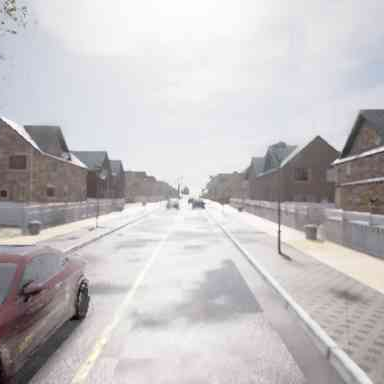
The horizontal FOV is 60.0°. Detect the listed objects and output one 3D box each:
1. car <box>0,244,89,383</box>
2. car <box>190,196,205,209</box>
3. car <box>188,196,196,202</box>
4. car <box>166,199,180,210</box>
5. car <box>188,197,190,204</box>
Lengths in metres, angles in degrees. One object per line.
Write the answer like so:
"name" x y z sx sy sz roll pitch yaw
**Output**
"car" -2.847 1.549 4.666 1.812 1.442 4.674 0 0 0
"car" 0.983 1.768 51.349 1.882 1.535 5.008 0 0 0
"car" 0.034 1.839 86.101 1.882 1.535 5.008 0 0 0
"car" -2.802 1.765 48.686 2.128 1.511 4.902 0 -1 0
"car" 0.027 1.810 69.921 1.837 1.490 4.892 0 0 0
